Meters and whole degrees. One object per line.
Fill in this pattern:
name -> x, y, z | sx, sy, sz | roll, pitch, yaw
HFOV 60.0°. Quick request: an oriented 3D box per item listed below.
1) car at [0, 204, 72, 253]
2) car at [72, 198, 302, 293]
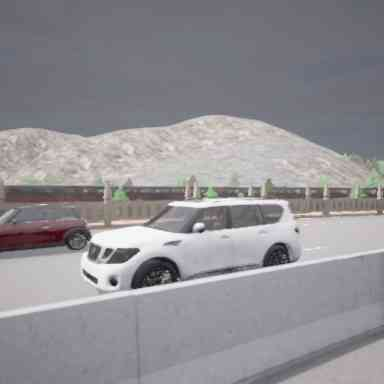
car -> -6.138, 1.301, 12.255 | 4.553, 1.767, 2.097 | 0, 0, -33
car -> 0.254, 1.189, 8.166 | 5.566, 2.045, 2.150 | 0, 0, -32
